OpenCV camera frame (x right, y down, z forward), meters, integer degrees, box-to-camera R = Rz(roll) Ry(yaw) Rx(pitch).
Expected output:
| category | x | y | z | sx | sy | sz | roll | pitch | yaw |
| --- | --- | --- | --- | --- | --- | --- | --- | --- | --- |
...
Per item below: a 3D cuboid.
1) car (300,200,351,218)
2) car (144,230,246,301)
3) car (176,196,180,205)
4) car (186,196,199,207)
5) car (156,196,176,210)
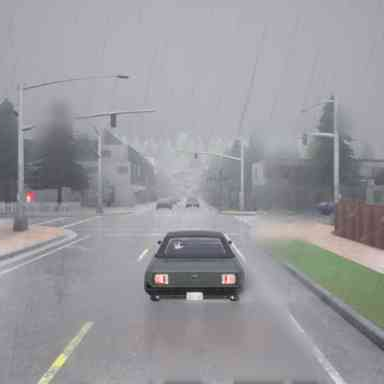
| category | x | y | z | sx | sy | sz | roll | pitch | yaw |
| --- | --- | --- | --- | --- | --- | --- | --- | --- | --- |
| car | 12.010 | 1.458 | 28.996 | 5.008 | 1.535 | 1.882 | 0 | 0 | -6 |
| car | 0.068 | 1.601 | 8.245 | 1.895 | 1.301 | 4.718 | 0 | 0 | 0 |
| car | -3.582 | 1.505 | 57.205 | 1.837 | 1.490 | 4.892 | 0 | 0 | 0 |
| car | 0.093 | 1.600 | 49.945 | 1.895 | 1.301 | 4.718 | 0 | 0 | 0 |
| car | -3.595 | 1.477 | 44.120 | 1.882 | 1.535 | 5.008 | 0 | 0 | 0 |
